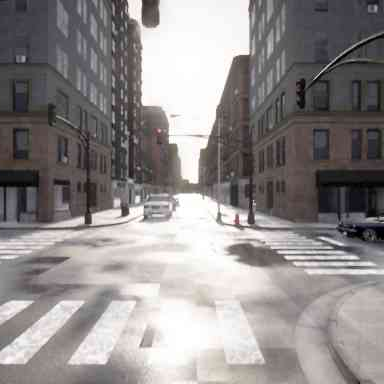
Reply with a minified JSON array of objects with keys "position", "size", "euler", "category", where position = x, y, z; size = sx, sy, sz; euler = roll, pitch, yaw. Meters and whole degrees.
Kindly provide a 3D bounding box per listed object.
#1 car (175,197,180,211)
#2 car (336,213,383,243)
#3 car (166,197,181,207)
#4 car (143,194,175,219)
[{"position":[-2.914,1.318,39.479],"size":[2.097,1.767,4.553],"euler":[0,0,0],"category":"car"},{"position":[9.344,1.607,15.437],"size":[4.718,1.301,1.895],"euler":[0,0,1],"category":"car"},{"position":[-2.935,1.495,52.853],"size":[2.033,1.411,5.357],"euler":[0,0,0],"category":"car"},{"position":[-2.901,1.198,29.214],"size":[2.150,2.045,5.566],"euler":[0,0,0],"category":"car"}]
